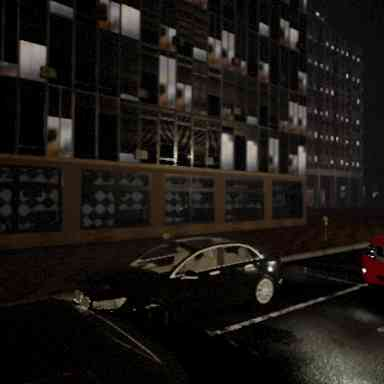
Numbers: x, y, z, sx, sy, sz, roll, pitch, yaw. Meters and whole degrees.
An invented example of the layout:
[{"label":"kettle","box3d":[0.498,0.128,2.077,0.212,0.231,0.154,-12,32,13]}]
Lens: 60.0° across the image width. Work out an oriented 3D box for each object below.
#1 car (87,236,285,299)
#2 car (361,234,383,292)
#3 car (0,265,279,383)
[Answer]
[{"label":"car","box3d":[-0.024,1.606,6.539,4.403,1.369,2.008,1,0,-36]},{"label":"car","box3d":[6.405,1.308,8.111,5.566,2.045,2.150,0,-1,-36]},{"label":"car","box3d":[-1.638,1.616,2.140,4.718,1.301,1.895,1,-1,-38]}]
